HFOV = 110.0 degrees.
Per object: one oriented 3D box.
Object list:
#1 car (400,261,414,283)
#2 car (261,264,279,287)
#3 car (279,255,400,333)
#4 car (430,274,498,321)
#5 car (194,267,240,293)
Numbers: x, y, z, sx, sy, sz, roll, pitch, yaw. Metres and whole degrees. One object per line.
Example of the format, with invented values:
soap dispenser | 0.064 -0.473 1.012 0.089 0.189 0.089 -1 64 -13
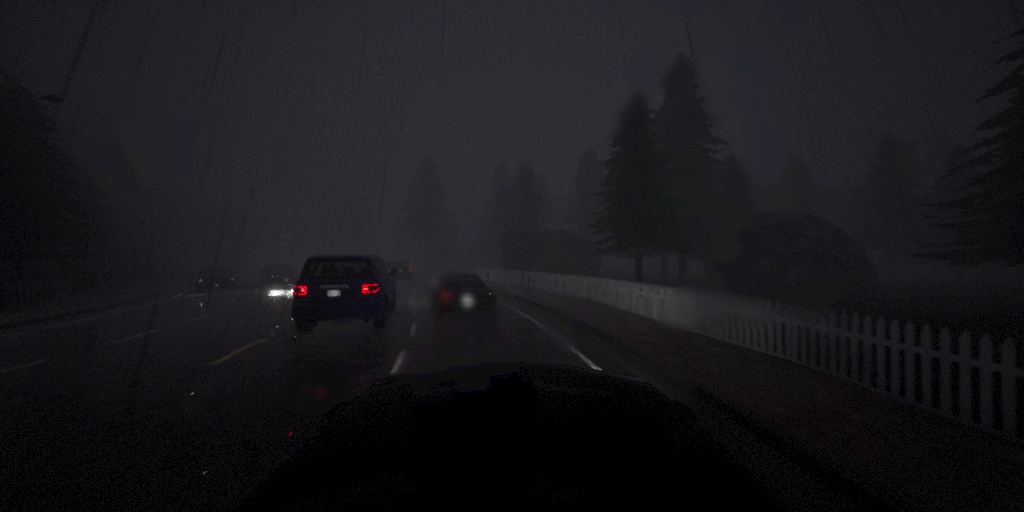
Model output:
car | -9.382 1.146 28.009 2.097 1.767 4.553 -1 0 -36
car | -16.620 1.360 25.714 2.128 1.511 4.902 -1 0 -41
car | -4.888 0.999 11.138 2.150 2.045 5.566 0 0 -14
car | -1.829 1.313 12.689 1.994 1.385 4.181 -1 0 -15
car | -18.379 1.417 22.390 1.812 1.442 4.674 0 0 -40
